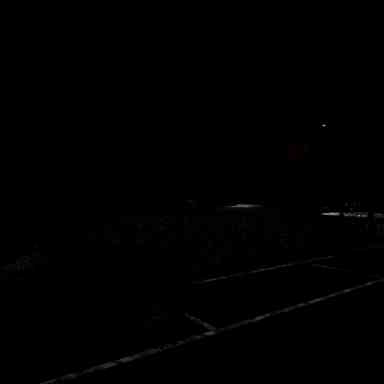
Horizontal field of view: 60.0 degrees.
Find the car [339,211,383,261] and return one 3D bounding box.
[{"bbox_3d":[6.837,1.552,11.449,4.403,1.369,2.008,0,0,-35],"label":"car"}]

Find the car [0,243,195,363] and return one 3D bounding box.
[{"bbox_3d":[-2.061,1.545,5.172,4.507,1.381,1.887,0,0,-35],"label":"car"}]

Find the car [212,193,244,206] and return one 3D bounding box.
[{"bbox_3d":[3.987,0.970,42.504,1.812,1.442,4.674,0,1,-35],"label":"car"}]

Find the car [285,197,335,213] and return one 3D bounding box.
[{"bbox_3d":[11.153,1.225,32.275,1.994,1.385,4.181,0,1,-35],"label":"car"}]

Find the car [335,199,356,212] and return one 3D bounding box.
[{"bbox_3d":[14.051,1.277,33.807,1.895,1.301,4.718,0,1,-35],"label":"car"}]

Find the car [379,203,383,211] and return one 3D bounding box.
[{"bbox_3d":[16.257,1.322,24.144,2.128,1.511,4.902,0,1,-29],"label":"car"}]
